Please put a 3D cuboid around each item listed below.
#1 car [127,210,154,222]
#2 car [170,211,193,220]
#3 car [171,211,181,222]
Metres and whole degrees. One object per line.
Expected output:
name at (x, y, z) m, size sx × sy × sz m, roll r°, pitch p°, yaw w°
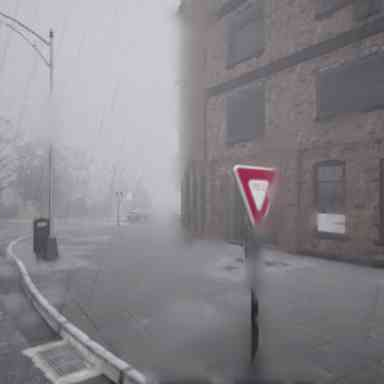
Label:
car at (-6.657, 3.124, 43.411) m, size 1.837 × 1.490 × 4.892 m, roll 0°, pitch -5°, yaw 19°
car at (-1.764, 4.100, 57.246) m, size 2.033 × 1.411 × 5.357 m, roll 0°, pitch -4°, yaw 20°
car at (-1.035, 3.060, 40.262) m, size 2.002 × 1.452 × 4.674 m, roll 2°, pitch -3°, yaw 20°
